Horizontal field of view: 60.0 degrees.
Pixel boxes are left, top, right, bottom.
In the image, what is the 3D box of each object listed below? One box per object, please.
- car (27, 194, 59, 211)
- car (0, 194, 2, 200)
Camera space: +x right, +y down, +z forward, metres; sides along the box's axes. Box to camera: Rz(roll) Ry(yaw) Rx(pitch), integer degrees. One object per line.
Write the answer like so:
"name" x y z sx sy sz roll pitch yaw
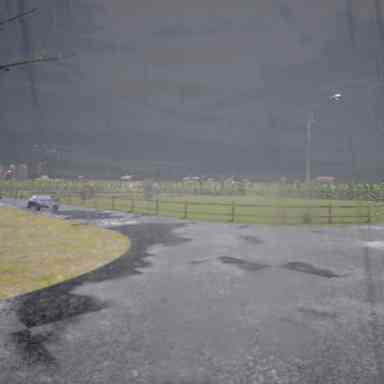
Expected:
"car" -14.240 0.956 31.677 1.812 1.442 4.674 0 1 -41
"car" -29.931 0.510 49.752 2.033 1.411 5.357 0 1 -41
